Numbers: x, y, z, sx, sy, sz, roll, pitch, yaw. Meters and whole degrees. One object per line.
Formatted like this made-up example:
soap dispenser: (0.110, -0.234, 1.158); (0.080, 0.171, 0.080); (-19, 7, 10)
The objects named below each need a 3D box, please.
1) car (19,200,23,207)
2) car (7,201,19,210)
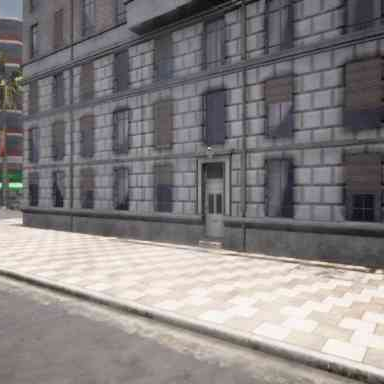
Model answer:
car: (-17.758, 1.526, 40.143); (1.812, 1.442, 4.674); (0, 0, 36)
car: (-20.853, 1.564, 41.828); (1.994, 1.385, 4.181); (0, 0, 36)
